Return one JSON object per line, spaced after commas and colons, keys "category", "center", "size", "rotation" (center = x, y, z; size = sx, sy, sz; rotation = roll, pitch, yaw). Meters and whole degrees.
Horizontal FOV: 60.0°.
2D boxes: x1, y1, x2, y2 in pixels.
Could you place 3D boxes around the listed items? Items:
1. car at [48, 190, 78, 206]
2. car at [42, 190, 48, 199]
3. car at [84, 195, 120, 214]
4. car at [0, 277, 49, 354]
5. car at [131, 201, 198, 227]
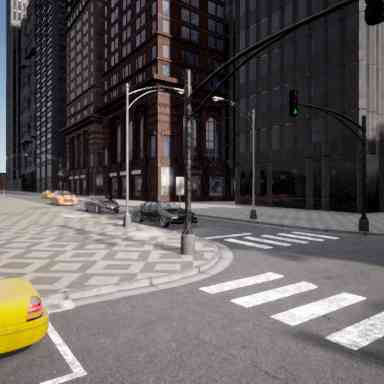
{"category": "car", "center": [-14.699, 0.642, 38.173], "size": [2.097, 1.767, 4.553], "rotation": [0, 1, -34]}
{"category": "car", "center": [-24.381, 0.422, 57.059], "size": [1.882, 1.535, 5.008], "rotation": [0, 1, -36]}
{"category": "car", "center": [-7.809, 1.005, 28.575], "size": [1.837, 1.490, 4.892], "rotation": [0, 1, -36]}
{"category": "car", "center": [-4.232, 1.525, 3.630], "size": [4.829, 1.417, 1.752], "rotation": [0, 0, -35]}
{"category": "car", "center": [-1.846, 1.237, 20.288], "size": [2.033, 1.411, 5.357], "rotation": [0, 1, -36]}
